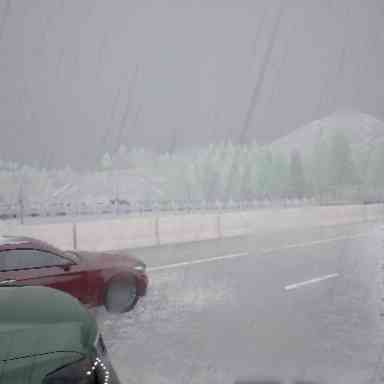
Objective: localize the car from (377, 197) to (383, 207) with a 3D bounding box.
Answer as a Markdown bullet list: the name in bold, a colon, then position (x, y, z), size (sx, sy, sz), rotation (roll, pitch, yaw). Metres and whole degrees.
- **car**: position (30.945, 1.549, 51.840), size (4.674, 1.442, 1.812), rotation (1, 0, -36)

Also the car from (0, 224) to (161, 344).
- **car**: position (-3.048, 1.518, 5.872), size (4.674, 1.442, 1.812), rotation (-1, 0, -36)

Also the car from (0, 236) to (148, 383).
- **car**: position (-3.114, 1.238, 1.522), size (5.566, 2.045, 2.150), rotation (0, 0, -36)
